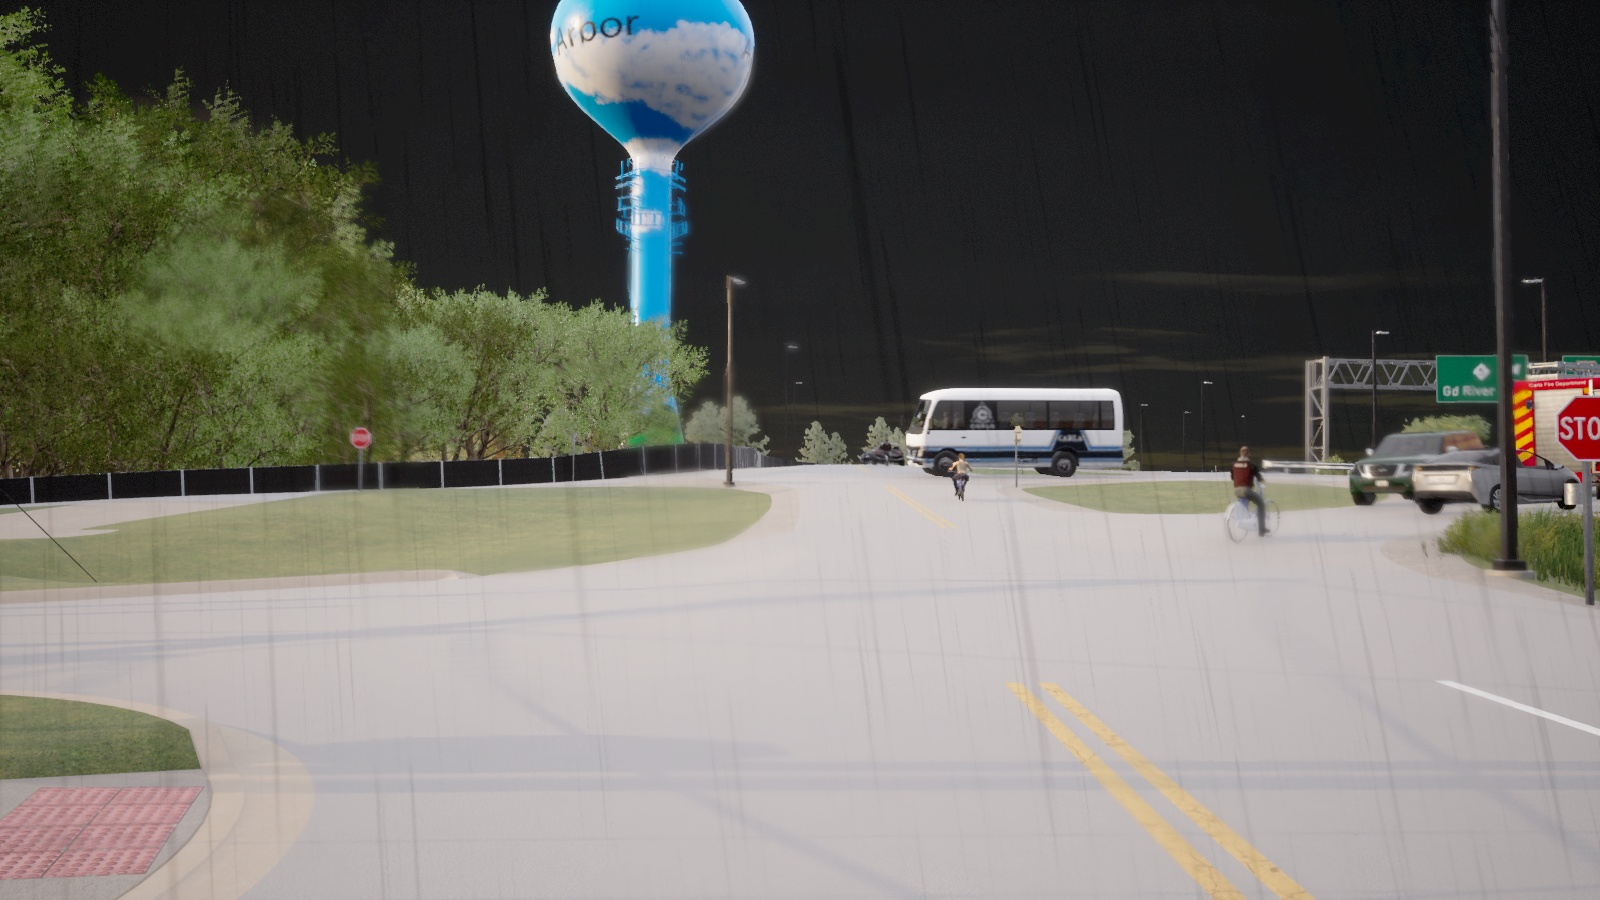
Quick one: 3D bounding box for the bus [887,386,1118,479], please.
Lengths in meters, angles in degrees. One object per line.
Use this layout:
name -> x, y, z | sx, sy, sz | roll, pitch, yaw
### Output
bus -> 9.616, -0.922, 60.399 | 10.273, 4.253, 3.944 | -1, 3, -6

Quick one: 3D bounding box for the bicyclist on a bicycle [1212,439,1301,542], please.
bicyclist on a bicycle -> 8.532, 0.737, 23.445 | 1.843, 1.776, 0.659 | -4, 1, -41

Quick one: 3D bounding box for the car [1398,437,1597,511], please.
car -> 16.542, 0.550, 29.740 | 4.514, 1.525, 2.007 | -2, -1, -30

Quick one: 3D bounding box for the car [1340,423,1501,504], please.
car -> 17.656, 0.360, 35.577 | 5.566, 2.045, 2.150 | -2, -1, -43

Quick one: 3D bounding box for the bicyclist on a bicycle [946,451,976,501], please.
bicyclist on a bicycle -> 5.458, 0.872, 42.693 | 0.866, 1.612, 1.509 | 0, 1, 2

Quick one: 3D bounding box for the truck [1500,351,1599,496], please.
truck -> 23.848, -0.752, 36.763 | 8.468, 3.827, 2.891 | -1, -1, -40

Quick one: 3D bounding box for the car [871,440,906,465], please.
car -> 6.353, 0.204, 90.621 | 2.242, 1.667, 4.611 | 1, -1, 2
